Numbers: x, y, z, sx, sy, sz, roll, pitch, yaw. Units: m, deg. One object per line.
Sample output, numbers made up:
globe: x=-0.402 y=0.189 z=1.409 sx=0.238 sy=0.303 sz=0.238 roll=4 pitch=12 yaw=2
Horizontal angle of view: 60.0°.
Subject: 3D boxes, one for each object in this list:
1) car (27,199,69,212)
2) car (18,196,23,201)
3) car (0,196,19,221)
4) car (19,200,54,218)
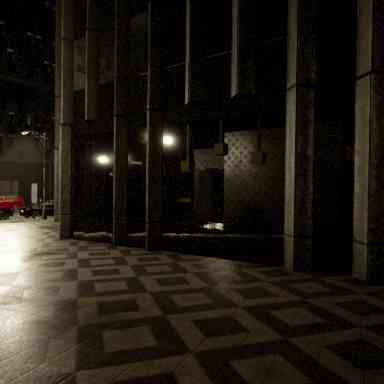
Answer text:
car: x=-17.568 y=1.635 z=40.771 sx=1.947 sy=1.339 sz=4.313 roll=1 pitch=0 yaw=35
car: x=-20.822 y=1.354 z=36.162 sx=2.192 sy=1.841 sz=5.009 roll=1 pitch=0 yaw=35
car: x=-17.124 y=1.463 z=26.626 sx=2.192 sy=1.841 sz=5.009 roll=1 pitch=0 yaw=35
car: x=-13.870 y=1.743 z=31.236 sx=1.947 sy=1.339 sz=4.313 roll=1 pitch=0 yaw=35
